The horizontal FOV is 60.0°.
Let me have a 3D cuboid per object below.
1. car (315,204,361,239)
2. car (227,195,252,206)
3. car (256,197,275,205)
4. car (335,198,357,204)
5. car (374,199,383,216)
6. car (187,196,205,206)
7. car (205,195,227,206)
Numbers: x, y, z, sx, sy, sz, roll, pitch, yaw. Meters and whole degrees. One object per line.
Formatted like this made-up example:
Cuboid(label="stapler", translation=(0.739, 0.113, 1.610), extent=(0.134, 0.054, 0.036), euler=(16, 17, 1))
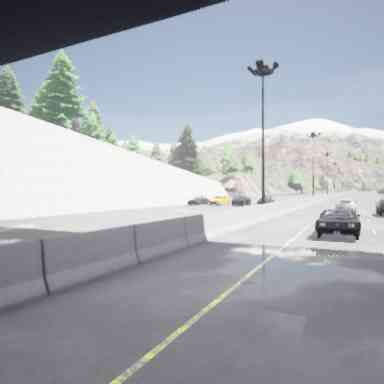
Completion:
Cuboid(label="car", translation=(7.440, 1.509, 16.813), extent=(1.895, 1.301, 4.718), euler=(0, 0, 26))
Cuboid(label="car", translation=(7.291, 1.264, 48.804), extent=(1.882, 1.535, 5.008), euler=(0, 0, 26))
Cuboid(label="car", translation=(10.605, 1.363, 47.609), extent=(1.994, 1.385, 4.181), euler=(0, 0, 26))
Cuboid(label="car", translation=(14.873, 1.349, 32.155), extent=(1.812, 1.442, 4.674), euler=(0, 0, 26))
Cuboid(label="car", translation=(17.651, 1.325, 29.835), extent=(1.837, 1.490, 4.892), euler=(0, 0, 26))
Cuboid(label="car", translation=(1.158, 1.342, 52.194), extent=(2.033, 1.411, 5.357), euler=(0, 0, 26))
Cuboid(label="car", translation=(4.187, 1.269, 50.423), extent=(1.882, 1.535, 5.008), euler=(0, 0, 26))
